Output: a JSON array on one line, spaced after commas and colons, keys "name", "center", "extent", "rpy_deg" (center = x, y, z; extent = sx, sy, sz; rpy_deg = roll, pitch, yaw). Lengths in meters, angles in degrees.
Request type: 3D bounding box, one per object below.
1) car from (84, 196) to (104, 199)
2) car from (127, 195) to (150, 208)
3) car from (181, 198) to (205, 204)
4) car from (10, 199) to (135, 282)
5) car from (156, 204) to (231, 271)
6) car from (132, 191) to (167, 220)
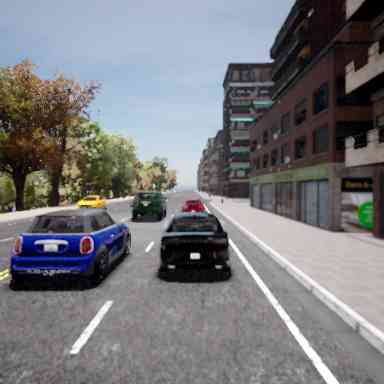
[{"name": "car", "center": [-9.848, 1.121, 32.957], "extent": [1.882, 1.535, 5.008], "rpy_deg": [0, 0, 0]}, {"name": "car", "center": [-6.570, 1.097, 41.667], "extent": [2.033, 1.411, 5.357], "rpy_deg": [0, 1, 0]}, {"name": "car", "center": [0.088, 1.227, 27.478], "extent": [1.812, 1.442, 4.674], "rpy_deg": [0, 1, 0]}, {"name": "car", "center": [-3.172, 1.247, 9.628], "extent": [2.097, 1.767, 4.553], "rpy_deg": [0, 1, 0]}, {"name": "car", "center": [0.082, 1.362, 10.501], "extent": [1.882, 1.535, 5.008], "rpy_deg": [0, 1, 0]}, {"name": "car", "center": [-3.168, 0.944, 25.438], "extent": [2.150, 2.045, 5.566], "rpy_deg": [0, 0, 0]}]
